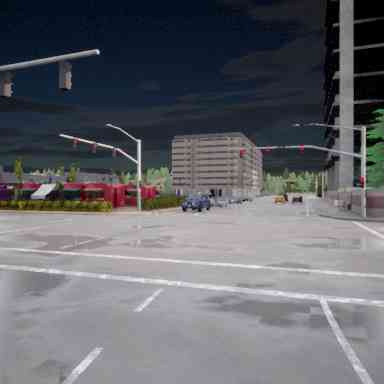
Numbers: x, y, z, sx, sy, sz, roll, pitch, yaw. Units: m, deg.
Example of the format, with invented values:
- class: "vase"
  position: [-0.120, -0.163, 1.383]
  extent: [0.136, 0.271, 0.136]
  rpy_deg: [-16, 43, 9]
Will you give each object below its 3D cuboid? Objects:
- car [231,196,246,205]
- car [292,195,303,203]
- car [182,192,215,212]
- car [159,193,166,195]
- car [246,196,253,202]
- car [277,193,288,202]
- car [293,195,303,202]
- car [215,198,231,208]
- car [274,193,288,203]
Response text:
- class: "car"
  position: [7.860, 1.492, 60.552]
  extent: [2.128, 1.511, 4.902]
  rpy_deg: [0, 0, 19]
- class: "car"
  position: [21.449, 1.478, 67.601]
  extent: [1.882, 1.535, 5.008]
  rpy_deg: [0, 0, 19]
- class: "car"
  position: [0.597, 1.221, 39.317]
  extent: [2.150, 2.045, 5.566]
  rpy_deg: [0, 0, 19]
- class: "car"
  position: [-7.964, 1.209, 81.445]
  extent: [4.605, 1.855, 1.932]
  rpy_deg: [0, 0, 19]
- class: "car"
  position: [12.344, 1.529, 73.508]
  extent: [2.033, 1.411, 5.357]
  rpy_deg: [0, 0, 19]
- class: "car"
  position: [21.547, 1.225, 78.822]
  extent: [2.150, 2.045, 5.566]
  rpy_deg: [0, 0, 19]
- class: "car"
  position: [24.742, 1.525, 77.344]
  extent: [2.128, 1.511, 4.902]
  rpy_deg: [0, 0, 19]
- class: "car"
  position: [3.873, 1.601, 48.933]
  extent: [1.895, 1.301, 4.718]
  rpy_deg: [0, 0, 19]
- class: "car"
  position: [18.236, 1.478, 69.005]
  extent: [1.882, 1.535, 5.008]
  rpy_deg: [0, 0, 19]
